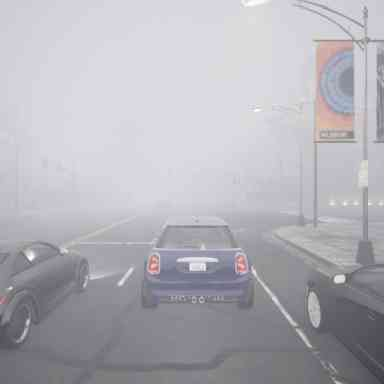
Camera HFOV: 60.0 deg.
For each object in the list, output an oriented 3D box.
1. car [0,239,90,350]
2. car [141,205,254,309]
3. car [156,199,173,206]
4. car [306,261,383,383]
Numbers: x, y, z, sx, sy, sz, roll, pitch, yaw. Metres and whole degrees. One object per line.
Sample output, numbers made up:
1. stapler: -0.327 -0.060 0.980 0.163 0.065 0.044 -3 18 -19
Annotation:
1. car: -3.401 1.564 6.224 1.994 1.385 4.181 0 0 0
2. car: 0.099 1.352 8.044 2.097 1.767 4.553 0 0 0
3. car: -3.406 1.547 41.392 2.033 1.411 5.357 0 0 0
4. car: 2.900 1.480 3.761 2.097 1.535 5.008 0 0 0
